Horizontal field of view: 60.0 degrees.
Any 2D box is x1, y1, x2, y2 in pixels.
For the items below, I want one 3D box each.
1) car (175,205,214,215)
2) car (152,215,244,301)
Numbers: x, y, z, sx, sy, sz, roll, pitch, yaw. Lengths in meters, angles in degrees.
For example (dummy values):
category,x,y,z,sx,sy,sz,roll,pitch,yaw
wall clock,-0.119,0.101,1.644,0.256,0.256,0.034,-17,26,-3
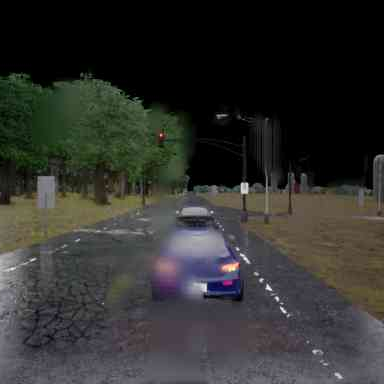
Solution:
category,x,y,z,sx,sy,sz,roll,pitch,yaw
car,0.138,1.431,17.431,1.882,1.535,5.008,0,0,0
car,0.122,1.516,8.153,1.812,1.442,4.674,0,0,0
